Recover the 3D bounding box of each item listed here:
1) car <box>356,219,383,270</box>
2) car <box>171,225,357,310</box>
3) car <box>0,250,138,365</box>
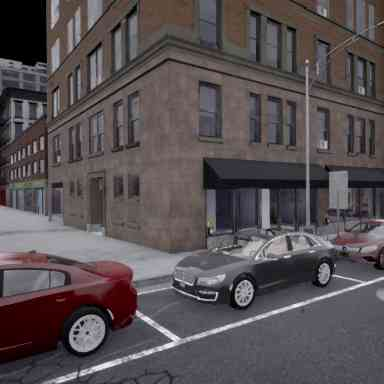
[{"bbox_3d":[6.133,1.581,10.931,4.206,1.307,1.802,0,-1,-36],"label":"car"},{"bbox_3d":[1.591,1.550,7.684,4.403,1.369,2.008,0,-1,-36],"label":"car"},{"bbox_3d":[-2.950,1.545,4.438,4.507,1.381,1.887,0,-1,-36],"label":"car"}]
